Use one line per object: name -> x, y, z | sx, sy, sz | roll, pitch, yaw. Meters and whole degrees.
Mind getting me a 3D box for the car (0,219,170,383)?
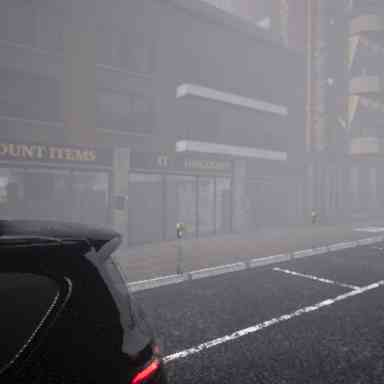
car -> -2.699, 1.243, 1.137 | 5.566, 2.045, 2.150 | -1, 1, -36
